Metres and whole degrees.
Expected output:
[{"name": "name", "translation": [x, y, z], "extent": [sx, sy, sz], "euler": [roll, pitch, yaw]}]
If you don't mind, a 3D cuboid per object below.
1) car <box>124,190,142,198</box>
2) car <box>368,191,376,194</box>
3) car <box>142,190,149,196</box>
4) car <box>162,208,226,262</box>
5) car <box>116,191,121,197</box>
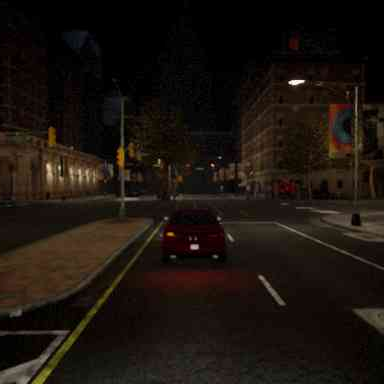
[{"name": "car", "translation": [-11.828, 0.503, 67.167], "extent": [1.895, 1.301, 4.718], "euler": [0, 1, 0]}, {"name": "car", "translation": [37.592, 0.251, 73.258], "extent": [2.231, 1.521, 4.892], "euler": [0, 1, 0]}, {"name": "car", "translation": [-11.900, 0.191, 82.614], "extent": [2.033, 1.411, 5.357], "euler": [0, 1, 0]}, {"name": "car", "translation": [0.029, 1.288, 11.436], "extent": [1.882, 1.535, 5.008], "euler": [0, 1, -1]}, {"name": "car", "translation": [-15.095, 0.429, 71.609], "extent": [1.895, 1.301, 4.718], "euler": [0, 1, 0]}]
